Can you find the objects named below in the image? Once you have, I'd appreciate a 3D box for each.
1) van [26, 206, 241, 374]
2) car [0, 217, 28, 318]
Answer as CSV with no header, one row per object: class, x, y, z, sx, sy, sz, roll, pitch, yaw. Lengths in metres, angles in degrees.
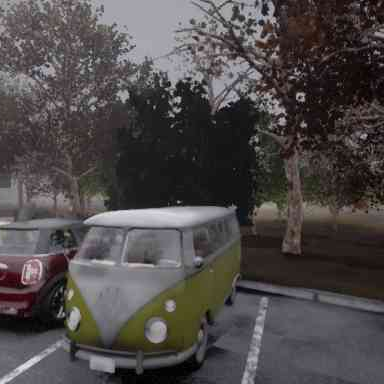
van,-0.315,1.254,5.622,1.878,1.987,4.442,0,-1,16
car,-2.689,1.356,7.445,2.185,1.767,4.553,0,-1,17
